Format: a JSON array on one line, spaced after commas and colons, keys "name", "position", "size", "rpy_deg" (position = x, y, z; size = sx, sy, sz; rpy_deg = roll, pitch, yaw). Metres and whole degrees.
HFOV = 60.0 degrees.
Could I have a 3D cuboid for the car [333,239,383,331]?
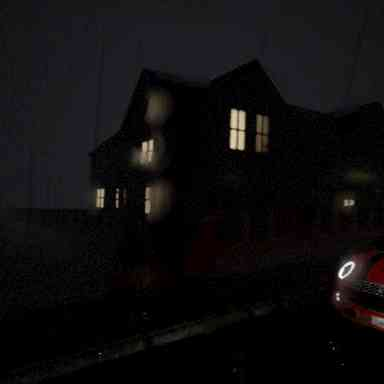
[{"name": "car", "position": [4.689, 1.349, 6.153], "size": [4.553, 1.767, 2.097], "rpy_deg": [0, 0, -33]}]
